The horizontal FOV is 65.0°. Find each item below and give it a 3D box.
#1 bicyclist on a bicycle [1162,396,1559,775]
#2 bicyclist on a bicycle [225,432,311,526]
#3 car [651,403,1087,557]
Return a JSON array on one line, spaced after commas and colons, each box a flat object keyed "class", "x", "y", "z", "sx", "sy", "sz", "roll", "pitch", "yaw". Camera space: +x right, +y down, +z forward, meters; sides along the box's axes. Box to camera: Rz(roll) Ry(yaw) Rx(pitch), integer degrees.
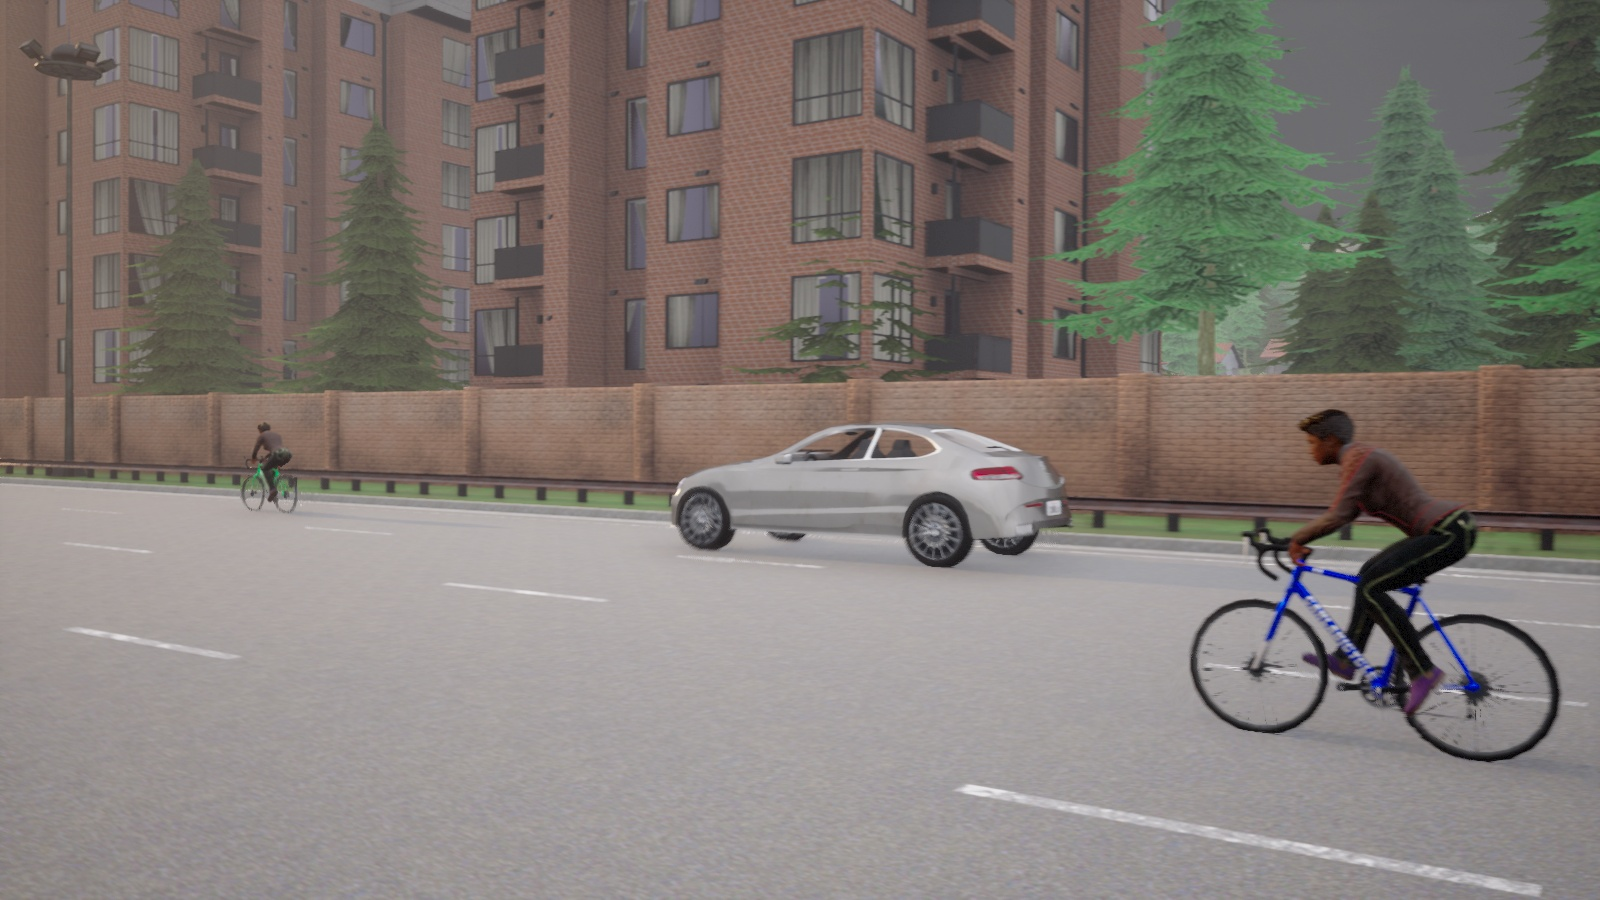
[{"class": "bicyclist on a bicycle", "x": 2.666, "y": 0.581, "z": 6.048, "sx": 1.656, "sy": 1.620, "sz": 0.582, "roll": -1, "pitch": 1, "yaw": 34}, {"class": "bicyclist on a bicycle", "x": -9.551, "y": 0.510, "z": 22.532, "sx": 1.656, "sy": 1.620, "sz": 0.582, "roll": -1, "pitch": 1, "yaw": 34}, {"class": "car", "x": 0.774, "y": 0.308, "z": 15.691, "sx": 5.027, "sy": 1.651, "sz": 2.152, "roll": 0, "pitch": 1, "yaw": 34}]
